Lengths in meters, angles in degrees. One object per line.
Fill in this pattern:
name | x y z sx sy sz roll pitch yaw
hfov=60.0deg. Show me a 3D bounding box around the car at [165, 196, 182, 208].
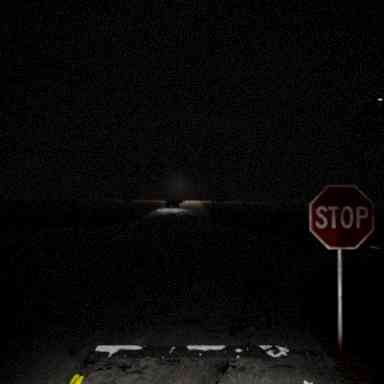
car | -2.762 1.611 46.941 1.895 1.301 4.718 0 0 0
